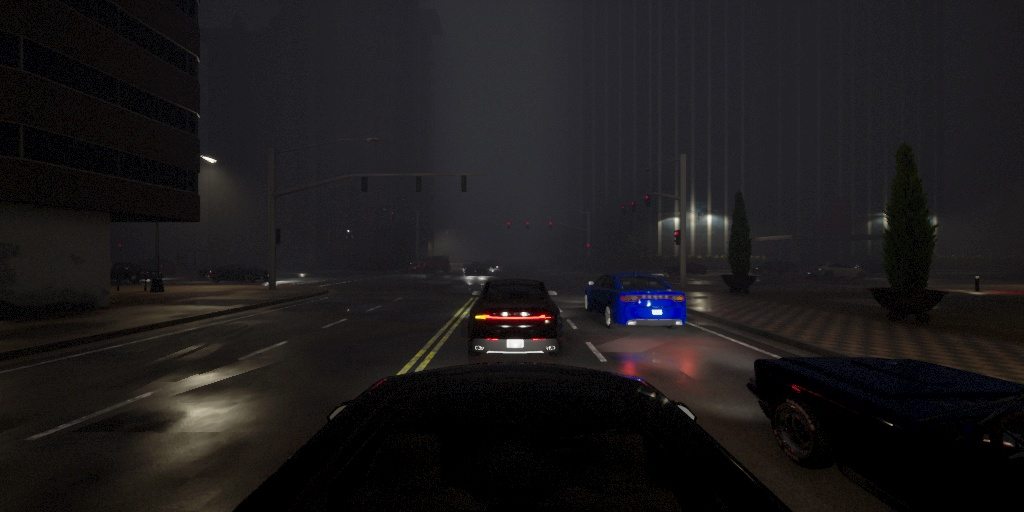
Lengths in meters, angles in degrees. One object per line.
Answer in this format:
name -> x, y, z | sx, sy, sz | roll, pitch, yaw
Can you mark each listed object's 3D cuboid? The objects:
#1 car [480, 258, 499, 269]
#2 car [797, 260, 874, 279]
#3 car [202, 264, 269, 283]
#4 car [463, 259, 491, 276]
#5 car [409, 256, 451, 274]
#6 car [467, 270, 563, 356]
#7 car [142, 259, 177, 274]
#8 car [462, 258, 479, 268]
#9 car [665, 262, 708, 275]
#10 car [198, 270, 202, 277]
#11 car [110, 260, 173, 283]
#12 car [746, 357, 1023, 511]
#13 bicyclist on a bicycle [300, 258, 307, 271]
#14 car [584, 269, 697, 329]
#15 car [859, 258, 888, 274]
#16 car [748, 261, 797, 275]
car -> -3.596, 1.314, 57.181 | 1.994, 1.385, 4.181 | 0, 0, 0
car -> 28.374, 1.276, 31.522 | 4.674, 1.442, 1.812 | 0, 0, -1
car -> -20.685, 1.314, 27.526 | 4.181, 1.385, 1.994 | 0, 0, -1
car -> -3.606, 1.314, 37.300 | 1.994, 1.385, 4.181 | 0, 0, 0
car -> -9.373, 0.973, 41.644 | 2.150, 2.045, 5.566 | 1, 0, 27
car -> 0.061, 1.255, 8.576 | 1.837, 1.490, 4.892 | 0, 0, 0
car -> -38.535, 1.102, 38.040 | 4.553, 1.767, 2.097 | 0, 0, -1
car -> -7.084, 1.275, 60.104 | 1.812, 1.442, 4.674 | 0, 0, 0
car -> 18.702, 1.314, 38.627 | 4.181, 1.385, 1.994 | 0, 0, -1
car -> -24.039, 1.351, 30.993 | 4.718, 1.301, 1.895 | 0, 0, -1
car -> -29.606, 1.242, 27.441 | 4.902, 1.511, 2.128 | 0, 0, 0
car -> 3.601, 1.351, 1.920 | 1.895, 1.301, 4.718 | 0, 0, 0
bicyclist on a bicycle -> -26.424, 1.051, 45.450 | 0.582, 1.620, 1.656 | 0, 0, -1
car -> 3.574, 1.228, 11.265 | 1.882, 1.535, 5.008 | 0, 0, 0
car -> 38.385, 1.102, 38.814 | 4.553, 1.767, 2.097 | 0, 0, 0
car -> 28.154, 1.256, 38.722 | 4.892, 1.490, 1.837 | 0, 0, -1
